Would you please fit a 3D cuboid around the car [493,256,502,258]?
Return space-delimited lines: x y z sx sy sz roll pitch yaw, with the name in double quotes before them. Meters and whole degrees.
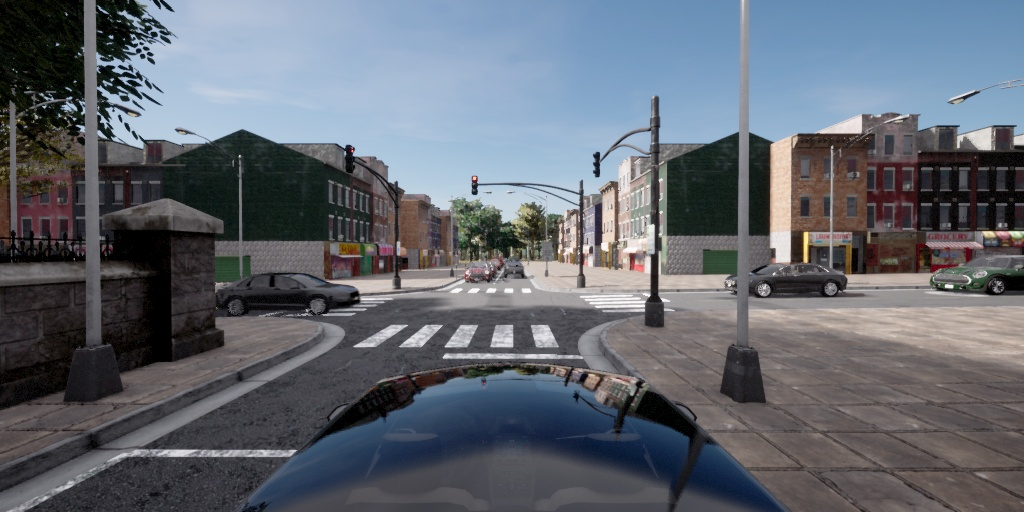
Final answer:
"car" -2.817 1.259 60.919 1.801 1.575 5.366 0 0 0

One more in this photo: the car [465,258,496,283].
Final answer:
"car" -2.548 1.199 28.109 1.967 1.591 4.097 0 0 0

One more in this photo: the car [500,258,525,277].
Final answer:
"car" 0.222 1.257 35.060 2.128 1.511 4.902 0 0 0

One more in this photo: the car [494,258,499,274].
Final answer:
"car" -2.529 1.204 33.543 1.967 1.591 4.097 0 0 0

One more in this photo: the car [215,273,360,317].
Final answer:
"car" -8.274 1.375 13.442 4.892 1.490 1.837 -1 1 0

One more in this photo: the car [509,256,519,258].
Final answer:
"car" 0.317 1.031 63.590 2.150 2.045 5.566 0 0 0

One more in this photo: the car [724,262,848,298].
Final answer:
"car" 12.326 1.046 16.323 4.892 1.490 1.837 -1 1 0

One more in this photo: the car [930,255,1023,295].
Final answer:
"car" 22.104 0.763 16.285 4.553 1.767 2.097 -1 1 0

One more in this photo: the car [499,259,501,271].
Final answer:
"car" -2.509 1.335 38.978 1.948 1.339 4.313 0 0 0

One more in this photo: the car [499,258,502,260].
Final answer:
"car" -2.470 1.329 49.847 1.888 1.381 4.507 0 0 0
